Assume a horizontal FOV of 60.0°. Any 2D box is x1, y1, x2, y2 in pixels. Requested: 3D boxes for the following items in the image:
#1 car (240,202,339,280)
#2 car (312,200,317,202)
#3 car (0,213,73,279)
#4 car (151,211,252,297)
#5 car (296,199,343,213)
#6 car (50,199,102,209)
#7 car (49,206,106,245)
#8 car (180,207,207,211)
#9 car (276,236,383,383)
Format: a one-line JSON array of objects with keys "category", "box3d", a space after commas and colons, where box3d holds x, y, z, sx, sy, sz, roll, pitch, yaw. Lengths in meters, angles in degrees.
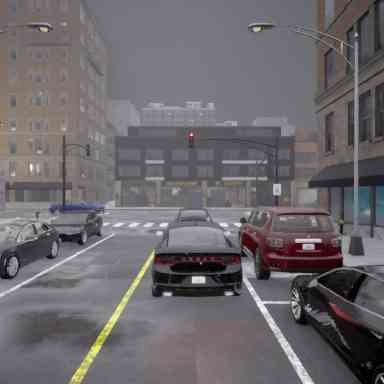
[{"category": "car", "box3d": [2.622, 1.314, 9.880, 2.192, 1.841, 5.009, 0, 0, 0]}, {"category": "car", "box3d": [15.248, 1.305, 34.654, 5.566, 2.045, 2.150, 0, 0, 0]}, {"category": "car", "box3d": [-5.403, 1.550, 9.869, 2.008, 1.369, 4.403, 0, 0, 0]}, {"category": "car", "box3d": [0.061, 1.477, 8.638, 1.882, 1.535, 5.008, 0, 0, -1]}, {"category": "car", "box3d": [14.436, 1.605, 37.881, 4.674, 1.442, 1.812, 0, 0, 0]}, {"category": "car", "box3d": [-10.623, 1.432, 31.045, 5.008, 1.535, 1.882, 0, 0, 0]}, {"category": "car", "box3d": [-5.411, 1.565, 15.531, 1.947, 1.339, 4.313, 0, 0, 0]}, {"category": "car", "box3d": [0.057, 1.504, 16.202, 1.837, 1.490, 4.892, 0, 0, 0]}, {"category": "car", "box3d": [2.630, 1.566, 4.218, 1.947, 1.339, 4.313, 0, 0, 0]}]
